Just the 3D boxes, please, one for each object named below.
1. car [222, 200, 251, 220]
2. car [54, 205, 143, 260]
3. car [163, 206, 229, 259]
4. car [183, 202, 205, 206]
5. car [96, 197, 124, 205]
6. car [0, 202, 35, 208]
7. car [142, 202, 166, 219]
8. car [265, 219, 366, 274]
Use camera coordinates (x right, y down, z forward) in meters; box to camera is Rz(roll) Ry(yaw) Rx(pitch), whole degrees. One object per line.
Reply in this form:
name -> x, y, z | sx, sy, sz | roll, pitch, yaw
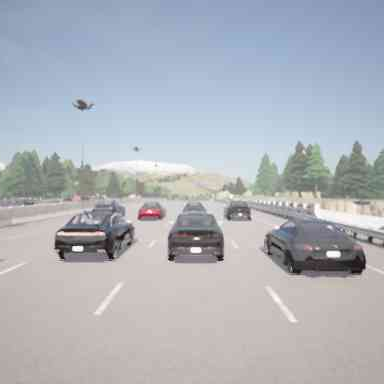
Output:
car -> 3.689, 1.452, 27.693 | 1.837, 1.490, 4.892 | 0, 0, 0
car -> -3.368, 1.461, 12.263 | 2.128, 1.511, 4.902 | 0, 0, 0
car -> 0.133, 1.480, 12.373 | 1.837, 1.490, 4.892 | 0, 0, 0
car -> 0.191, 1.505, 28.231 | 1.994, 1.385, 4.181 | 0, 0, 0
car -> -6.812, 1.424, 27.596 | 2.128, 1.511, 4.902 | 0, 0, 0
car -> -17.477, 1.468, 33.443 | 1.994, 1.385, 4.181 | 0, 0, 0
car -> -3.311, 1.501, 27.967 | 1.994, 1.385, 4.181 | 0, 0, 0
car -> 3.621, 1.548, 10.488 | 1.994, 1.385, 4.181 | 0, 0, 0
